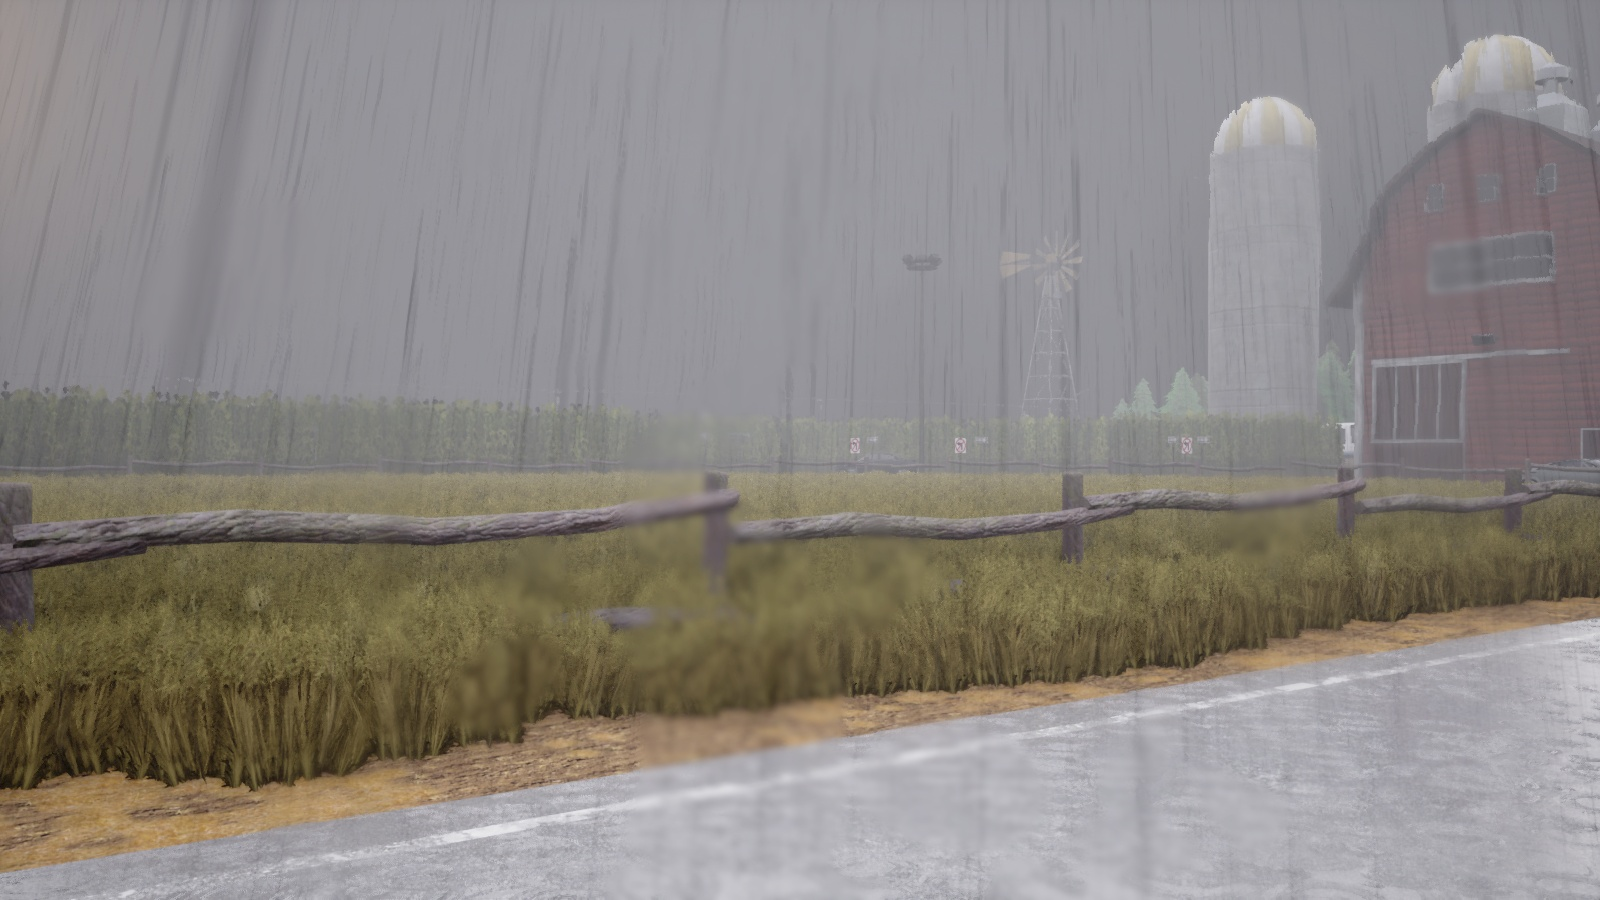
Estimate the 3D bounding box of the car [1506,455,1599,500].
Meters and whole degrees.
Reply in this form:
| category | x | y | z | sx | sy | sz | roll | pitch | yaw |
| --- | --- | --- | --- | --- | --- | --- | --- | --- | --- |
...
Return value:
| category | x | y | z | sx | sy | sz | roll | pitch | yaw |
| --- | --- | --- | --- | --- | --- | --- | --- | --- | --- |
| car | 24.977 | 0.853 | 39.727 | 1.994 | 1.385 | 4.181 | 0 | 0 | -39 |

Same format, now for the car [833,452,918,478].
| category | x | y | z | sx | sy | sz | roll | pitch | yaw |
| --- | --- | --- | --- | --- | --- | --- | --- | --- | --- |
| car | 4.548 | 0.899 | 76.024 | 5.008 | 1.535 | 1.882 | 0 | 0 | -2 |
